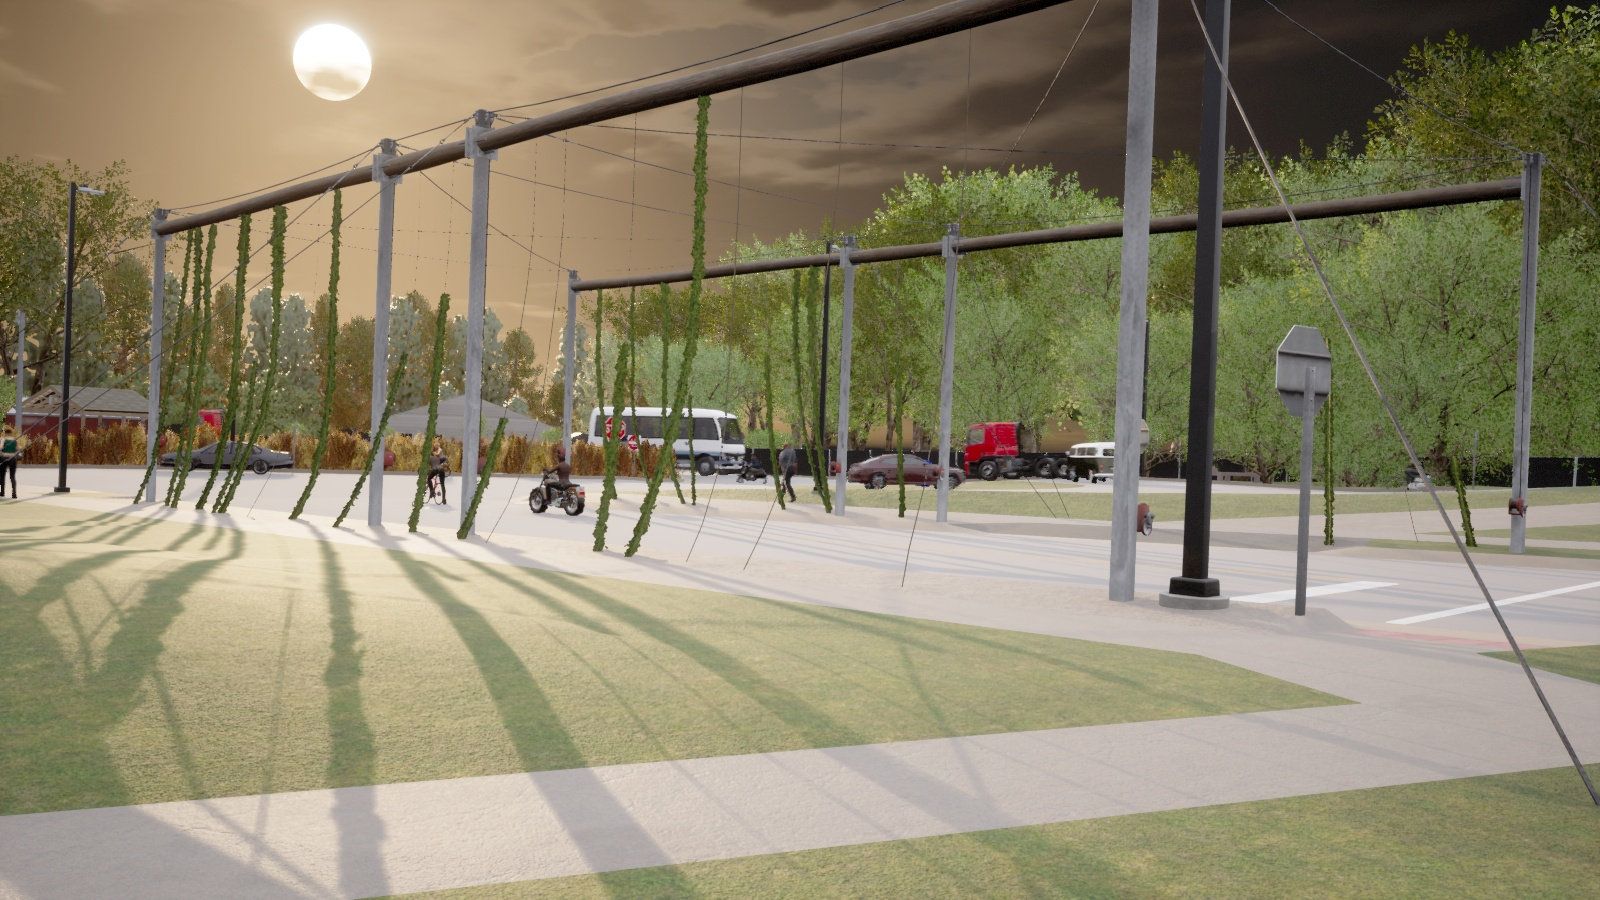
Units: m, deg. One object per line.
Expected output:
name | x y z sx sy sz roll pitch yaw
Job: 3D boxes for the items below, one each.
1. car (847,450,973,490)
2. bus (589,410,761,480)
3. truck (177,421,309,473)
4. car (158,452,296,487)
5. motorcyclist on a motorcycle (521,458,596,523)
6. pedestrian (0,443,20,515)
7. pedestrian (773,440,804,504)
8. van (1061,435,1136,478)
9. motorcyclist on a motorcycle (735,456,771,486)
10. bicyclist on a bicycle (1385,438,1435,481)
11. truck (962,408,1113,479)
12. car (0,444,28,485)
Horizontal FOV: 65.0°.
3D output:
car | 4.341 0.786 49.956 4.674 1.442 1.812 -1 0 -6
bus | -7.996 -0.370 80.371 10.273 4.253 3.944 1 0 22
truck | -38.013 -0.188 86.006 7.936 3.462 2.891 0 1 -16
car | -24.988 0.853 55.004 5.357 1.411 2.033 1 1 -20
motorcyclist on a motorcycle | -6.379 1.052 33.081 2.350 1.649 0.766 -1 -1 45
pedestrian | -20.467 0.746 32.483 0.594 1.836 0.345 1 0 44
pedestrian | -0.342 0.630 36.951 0.540 1.848 0.694 1 0 -44
van | 14.985 0.314 63.221 2.069 2.038 4.480 -1 0 -9
motorcyclist on a motorcycle | -2.629 1.165 69.590 1.817 1.590 0.866 0 2 -18
bicyclist on a bicycle | 26.024 0.398 53.620 1.843 1.776 0.659 -2 -1 26
truck | 13.392 -0.315 71.380 7.936 3.462 2.891 -5 -2 43
car | -34.778 0.612 51.454 5.027 1.651 2.152 -1 1 -20
